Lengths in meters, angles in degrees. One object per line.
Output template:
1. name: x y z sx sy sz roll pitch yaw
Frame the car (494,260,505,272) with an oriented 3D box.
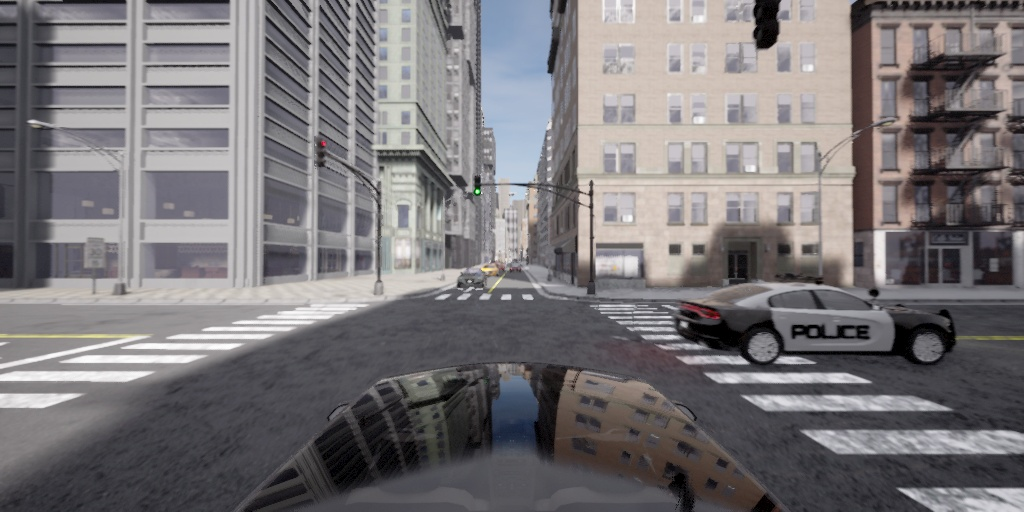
1. car: -2.393 1.707 61.484 2.150 2.045 5.566 0 -1 1

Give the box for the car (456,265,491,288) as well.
1. car: -2.928 1.603 27.032 1.994 1.385 4.181 0 -1 1

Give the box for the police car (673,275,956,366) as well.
1. police car: 6.212 1.241 7.575 5.238 1.638 1.930 0 -1 0

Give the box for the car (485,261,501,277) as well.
1. car: -2.702 1.708 43.751 1.882 1.535 5.008 0 -1 1

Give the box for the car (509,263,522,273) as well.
1. car: 0.549 1.983 56.916 1.895 1.301 4.718 0 -1 1
